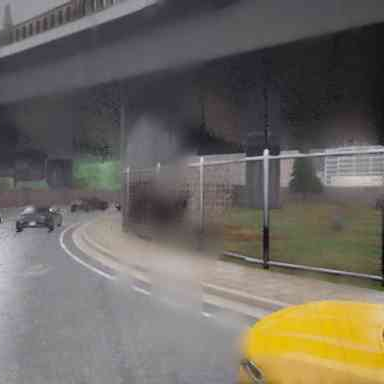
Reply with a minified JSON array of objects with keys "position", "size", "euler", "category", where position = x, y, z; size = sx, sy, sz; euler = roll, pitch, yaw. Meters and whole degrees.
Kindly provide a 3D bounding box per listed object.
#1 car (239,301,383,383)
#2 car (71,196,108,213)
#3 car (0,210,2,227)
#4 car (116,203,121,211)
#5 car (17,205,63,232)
[{"position":[2.740,1.481,2.233],"size":[5.008,1.535,1.882],"euler":[0,0,35],"category":"car"},{"position":[-11.012,1.254,36.180],"size":[2.097,1.767,4.553],"euler":[0,0,17],"category":"car"},{"position":[-12.044,1.153,17.809],"size":[2.150,2.045,5.566],"euler":[0,0,-15],"category":"car"},{"position":[-6.572,1.509,38.213],"size":[1.895,1.301,4.718],"euler":[0,0,26],"category":"car"},{"position":[-8.825,1.464,19.458],"size":[1.812,1.442,4.674],"euler":[0,0,-14],"category":"car"}]
